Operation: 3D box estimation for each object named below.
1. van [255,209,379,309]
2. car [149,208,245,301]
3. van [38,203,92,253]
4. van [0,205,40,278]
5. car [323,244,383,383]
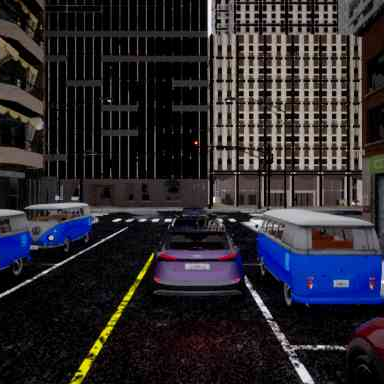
[{"bbox_3d":[2.574,1.343,7.586,1.690,1.788,3.998,0,0,0],"label":"van"},{"bbox_3d":[0.105,1.432,8.343,2.033,1.649,4.856,0,0,0],"label":"car"},{"bbox_3d":[-5.303,1.345,13.274,1.690,1.788,3.998,0,0,0],"label":"van"},{"bbox_3d":[-5.306,1.343,7.585,1.690,1.788,3.998,0,0,0],"label":"van"},{"bbox_3d":[2.570,1.440,1.895,1.967,1.590,4.097,0,0,0],"label":"car"}]
